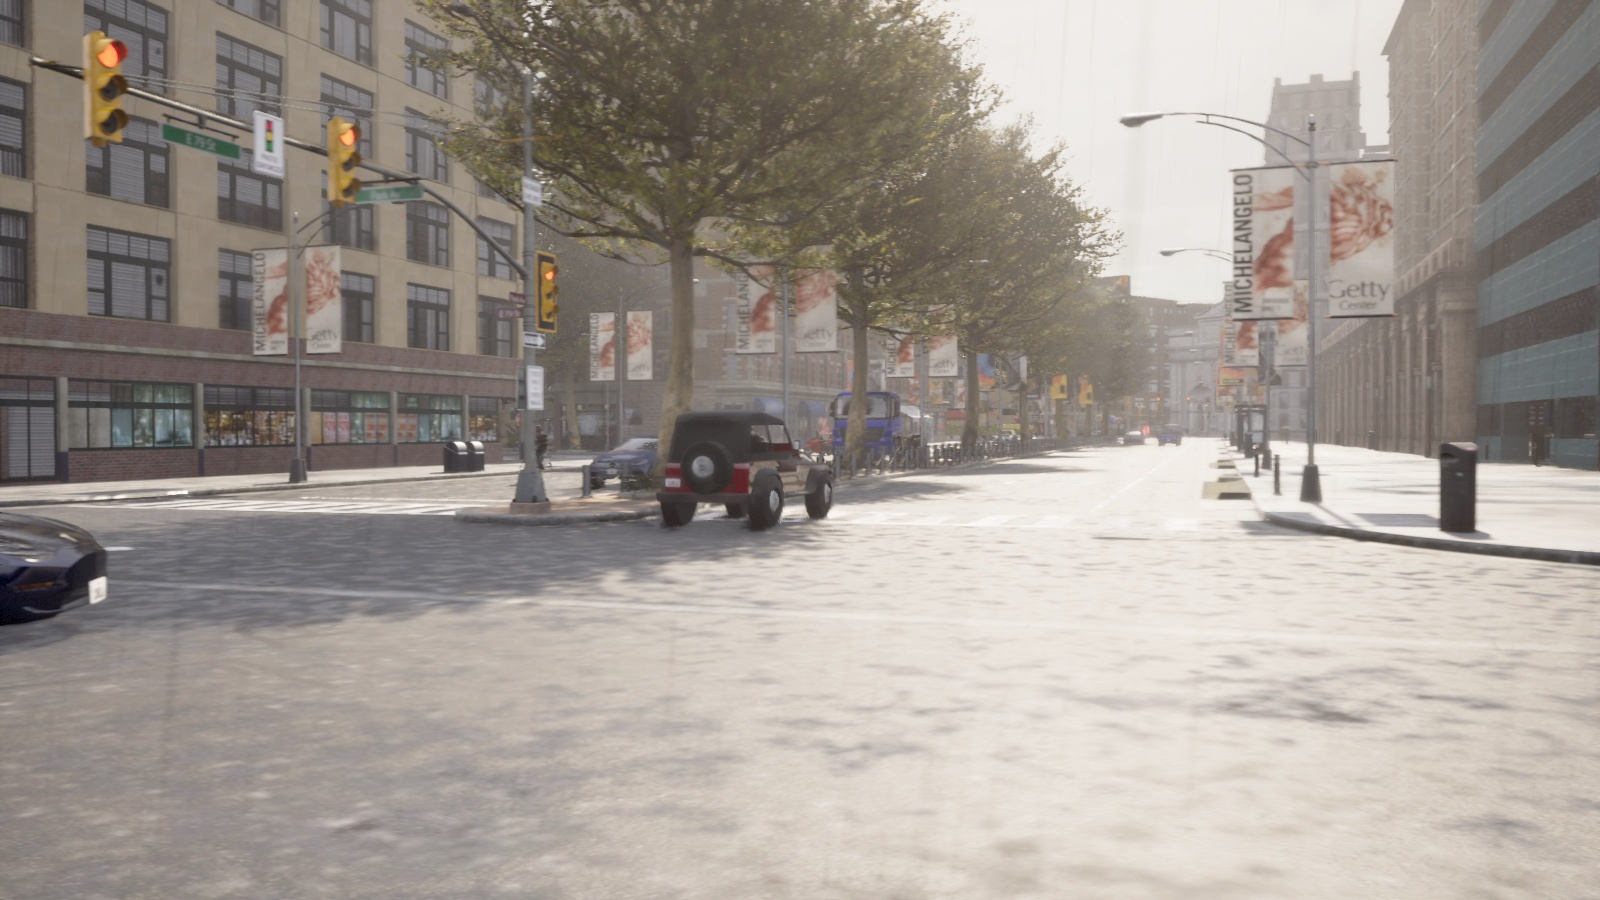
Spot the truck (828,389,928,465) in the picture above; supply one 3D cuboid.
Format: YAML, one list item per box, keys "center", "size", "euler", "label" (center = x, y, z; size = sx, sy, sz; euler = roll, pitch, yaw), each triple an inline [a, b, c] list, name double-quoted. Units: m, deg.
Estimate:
- center: [3.942, -1.126, 61.283]
  size: [2.891, 3.462, 7.936]
  euler: [1, 1, 18]
  label: "truck"

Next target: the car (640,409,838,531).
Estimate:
- center: [-0.928, 0.275, 21.410]
  size: [1.905, 1.878, 3.866]
  euler: [1, 1, 22]
  label: "car"

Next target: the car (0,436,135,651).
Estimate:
- center: [-7.870, 0.646, 9.333]
  size: [4.792, 1.488, 2.163]
  euler: [0, 1, -14]
  label: "car"

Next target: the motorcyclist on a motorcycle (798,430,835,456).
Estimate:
- center: [0.992, -0.405, 75.699]
  size: [2.044, 1.523, 0.797]
  euler: [0, 0, -29]
  label: "motorcyclist on a motorcycle"

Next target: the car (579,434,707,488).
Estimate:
- center: [-4.415, 0.255, 36.117]
  size: [1.812, 1.442, 4.674]
  euler: [1, 1, 18]
  label: "car"
